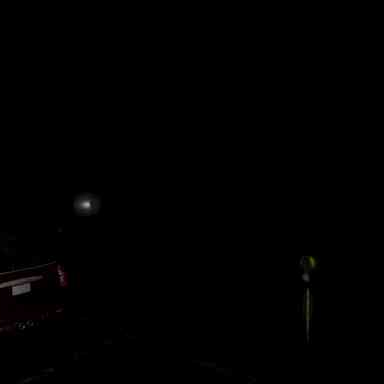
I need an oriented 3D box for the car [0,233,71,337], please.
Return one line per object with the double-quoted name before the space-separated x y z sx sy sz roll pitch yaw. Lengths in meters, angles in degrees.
"car" -4.064 1.440 5.975 4.097 1.590 1.967 0 0 36
